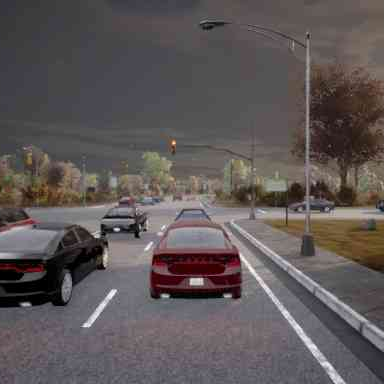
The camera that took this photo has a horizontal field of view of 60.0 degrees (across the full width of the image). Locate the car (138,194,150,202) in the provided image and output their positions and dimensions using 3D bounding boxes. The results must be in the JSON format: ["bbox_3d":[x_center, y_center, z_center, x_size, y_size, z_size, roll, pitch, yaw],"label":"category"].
[{"bbox_3d":[-10.731,1.355,74.445,2.097,1.767,4.553,0,0,0],"label":"car"}]

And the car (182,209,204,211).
[{"bbox_3d":[0.049,1.564,17.507,1.994,1.385,4.181,0,0,0],"label":"car"}]

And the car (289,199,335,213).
[{"bbox_3d":[13.267,1.505,36.912,4.892,1.490,1.837,0,0,3],"label":"car"}]

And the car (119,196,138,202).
[{"bbox_3d":[-10.753,1.477,54.957,1.882,1.535,5.008,0,0,0],"label":"car"}]

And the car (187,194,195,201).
[{"bbox_3d":[-0.262,1.348,85.711,2.097,1.767,4.553,0,0,0],"label":"car"}]

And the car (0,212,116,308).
[{"bbox_3d":[-3.422,1.478,8.041,1.882,1.535,5.008,0,0,0],"label":"car"}]

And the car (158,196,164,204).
[{"bbox_3d":[-7.240,1.547,64.954,2.033,1.411,5.357,0,0,0],"label":"car"}]

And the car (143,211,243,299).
[{"bbox_3d":[0.076,1.478,8.518,1.882,1.535,5.008,0,0,0],"label":"car"}]

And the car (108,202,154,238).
[{"bbox_3d":[-3.445,1.491,17.527,2.128,1.511,4.902,0,0,-1],"label":"car"}]

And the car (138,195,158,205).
[{"bbox_3d":[-7.259,1.525,55.347,1.812,1.442,4.674,0,0,0],"label":"car"}]

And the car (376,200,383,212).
[{"bbox_3d":[23.265,1.212,36.401,5.566,2.045,2.150,0,0,3],"label":"car"}]

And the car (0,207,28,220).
[{"bbox_3d":[-7.133,1.352,11.337,2.097,1.767,4.553,0,0,0],"label":"car"}]

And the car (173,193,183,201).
[{"bbox_3d":[-3.761,1.217,85.344,2.150,2.045,5.566,0,0,0],"label":"car"}]
